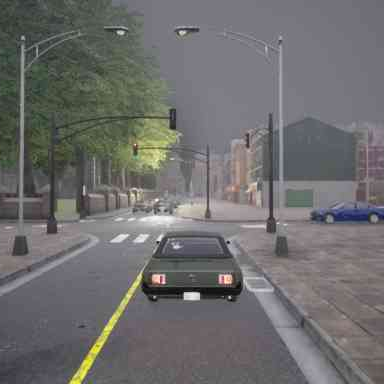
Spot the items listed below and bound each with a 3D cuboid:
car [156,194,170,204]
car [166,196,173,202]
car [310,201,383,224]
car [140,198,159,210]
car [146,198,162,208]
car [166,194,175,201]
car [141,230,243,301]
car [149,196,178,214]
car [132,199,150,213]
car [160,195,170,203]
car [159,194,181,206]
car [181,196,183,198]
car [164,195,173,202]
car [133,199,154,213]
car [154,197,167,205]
[{"bbox_3d":[-5.715,1.422,65.816,2.192,1.841,5.009,1,0,0],"label":"car"},{"bbox_3d":[-5.895,1.732,87.446,1.752,1.417,4.829,1,0,0],"label":"car"},{"bbox_3d":[10.943,1.430,23.544,5.008,1.535,1.882,-1,-1,0],"label":"car"},{"bbox_3d":[-5.543,1.597,44.016,2.008,1.369,4.403,1,0,0],"label":"car"},{"bbox_3d":[-5.587,1.623,49.466,1.947,1.339,4.313,1,0,0],"label":"car"},{"bbox_3d":[-5.937,1.554,93.068,2.192,1.841,5.009,1,0,0],"label":"car"},{"bbox_3d":[0.027,1.605,8.256,1.895,1.301,4.718,0,0,1],"label":"car"},{"bbox_3d":[-2.947,1.523,35.354,2.128,1.511,4.902,0,0,0],"label":"car"},{"bbox_3d":[-5.512,1.585,36.880,2.008,1.369,4.403,1,0,0],"label":"car"},{"bbox_3d":[-5.762,1.568,71.266,1.967,1.590,4.097,1,0,0],"label":"car"},{"bbox_3d":[-3.027,1.401,45.348,2.097,1.767,4.553,0,0,0],"label":"car"},{"bbox_3d":[-3.108,1.639,56.896,1.994,1.385,4.181,0,0,0],"label":"car"},{"bbox_3d":[-5.851,1.619,82.166,1.967,1.590,4.097,1,0,0],"label":"car"},{"bbox_3d":[-5.552,1.563,38.854,1.752,1.417,4.829,1,0,0],"label":"car"},{"bbox_3d":[-5.676,1.670,60.365,1.802,1.307,4.206,1,0,0],"label":"car"}]
